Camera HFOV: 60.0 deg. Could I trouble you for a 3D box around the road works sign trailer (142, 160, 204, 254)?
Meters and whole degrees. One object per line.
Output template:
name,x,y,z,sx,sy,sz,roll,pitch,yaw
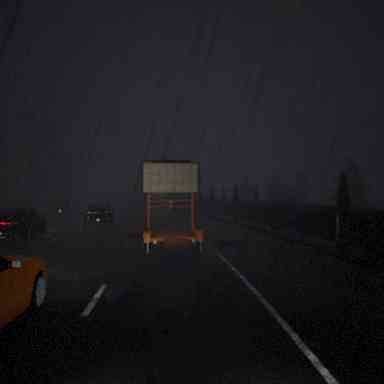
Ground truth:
road works sign trailer,-0.897,0.481,13.791,2.380,3.560,2.880,0,0,-11

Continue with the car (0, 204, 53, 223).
car,-8.603,1.526,16.514,1.837,1.490,4.892,0,0,-10

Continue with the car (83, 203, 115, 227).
car,-6.460,1.521,23.257,2.128,1.511,4.902,0,0,-13

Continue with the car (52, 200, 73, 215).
car,-13.198,1.544,33.497,1.837,1.490,4.892,0,-1,-20

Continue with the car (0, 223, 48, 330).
car,-3.722,1.484,4.661,1.882,1.535,5.008,0,0,-3

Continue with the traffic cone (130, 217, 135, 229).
traffic cone,-3.650,1.980,20.395,0.340,0.580,0.340,0,0,-11
